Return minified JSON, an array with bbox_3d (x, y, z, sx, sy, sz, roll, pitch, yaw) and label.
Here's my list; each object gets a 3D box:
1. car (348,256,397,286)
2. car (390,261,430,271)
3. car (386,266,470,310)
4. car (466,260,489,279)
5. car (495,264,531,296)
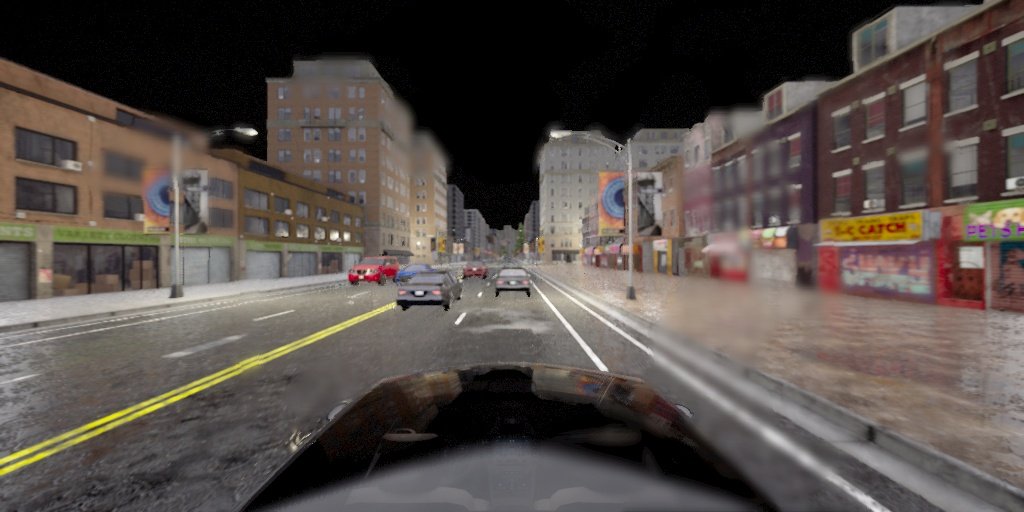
[{"bbox_3d":[-9.935,1.047,26.384,2.150,2.045,5.566,0,-1,0],"label":"car"},{"bbox_3d":[-6.679,1.287,25.335,1.882,1.535,5.008,0,0,0],"label":"car"},{"bbox_3d":[-3.194,1.323,14.836,2.033,1.411,5.357,0,0,0],"label":"car"},{"bbox_3d":[-3.267,1.175,33.395,2.097,1.767,4.553,0,0,0],"label":"car"},{"bbox_3d":[0.039,1.321,19.472,2.033,1.411,5.357,0,0,0],"label":"car"}]
